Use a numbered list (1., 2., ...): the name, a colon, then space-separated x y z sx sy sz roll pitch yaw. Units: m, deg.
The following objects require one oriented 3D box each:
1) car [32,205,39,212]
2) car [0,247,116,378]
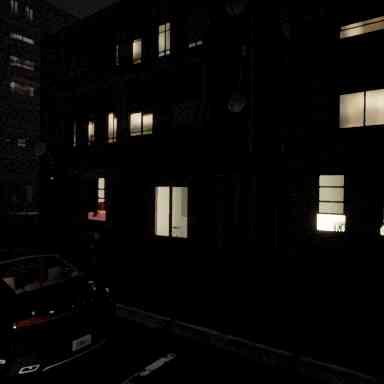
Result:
1. car: -16.664 1.725 40.815 2.033 1.411 5.357 1 0 36
2. car: -3.084 1.549 5.215 4.403 1.369 2.008 0 1 36
